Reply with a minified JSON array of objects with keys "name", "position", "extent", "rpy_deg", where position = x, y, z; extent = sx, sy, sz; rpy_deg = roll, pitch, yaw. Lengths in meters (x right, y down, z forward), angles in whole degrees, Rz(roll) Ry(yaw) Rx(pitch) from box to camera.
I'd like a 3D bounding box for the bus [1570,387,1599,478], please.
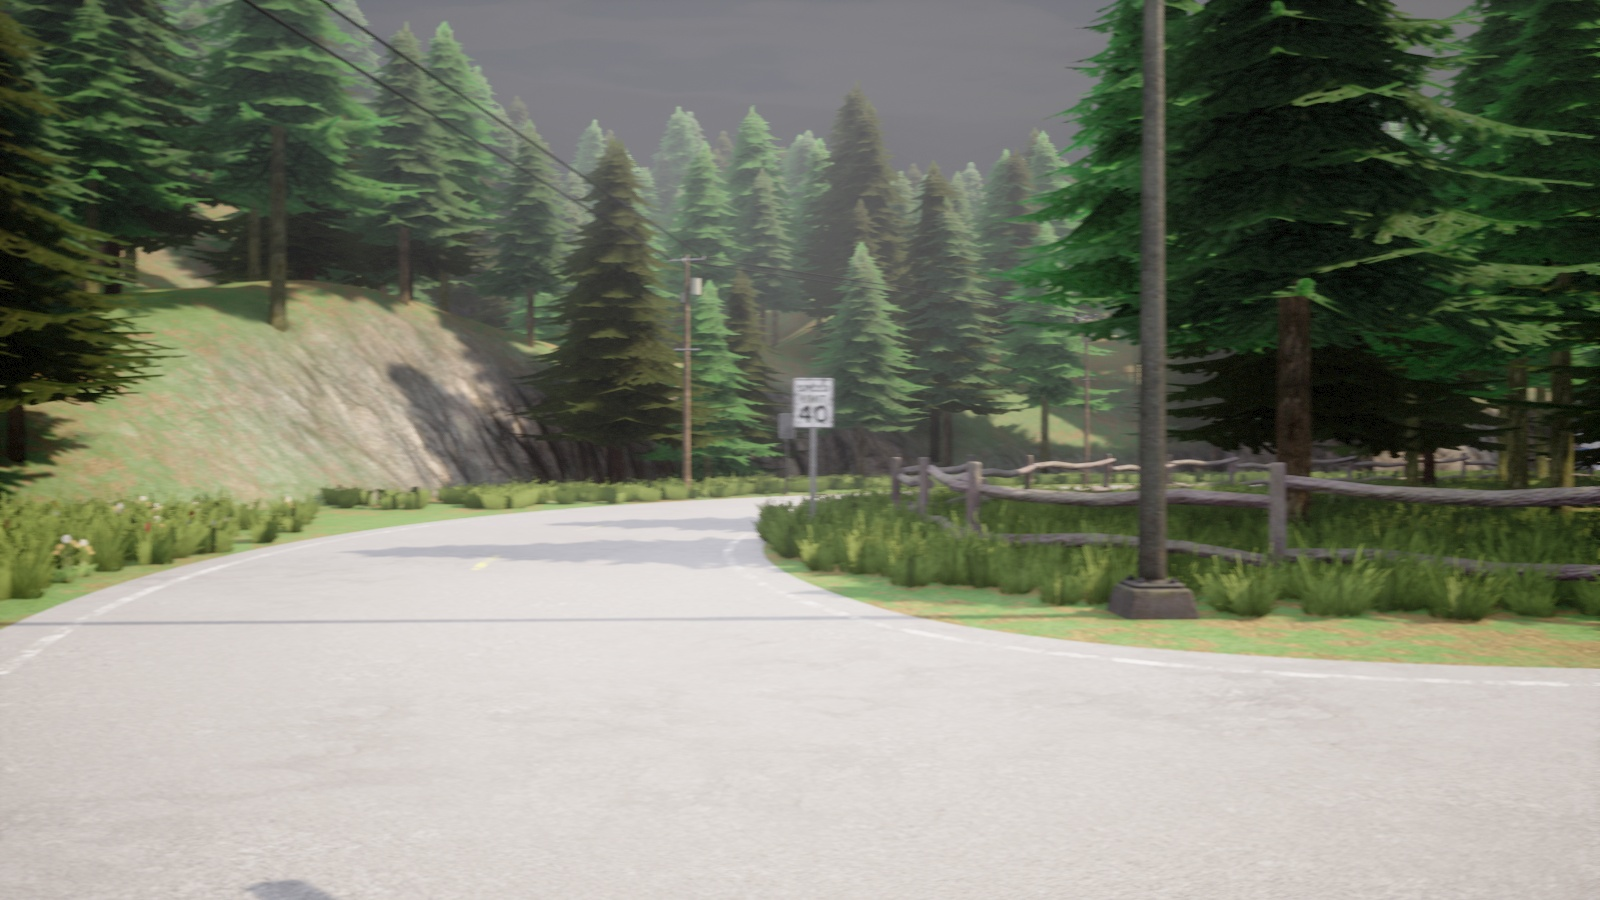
[{"name":"bus","position":[42.053,-0.822,59.449],"extent":[10.273,4.253,3.944],"rpy_deg":[0,0,-19]}]
